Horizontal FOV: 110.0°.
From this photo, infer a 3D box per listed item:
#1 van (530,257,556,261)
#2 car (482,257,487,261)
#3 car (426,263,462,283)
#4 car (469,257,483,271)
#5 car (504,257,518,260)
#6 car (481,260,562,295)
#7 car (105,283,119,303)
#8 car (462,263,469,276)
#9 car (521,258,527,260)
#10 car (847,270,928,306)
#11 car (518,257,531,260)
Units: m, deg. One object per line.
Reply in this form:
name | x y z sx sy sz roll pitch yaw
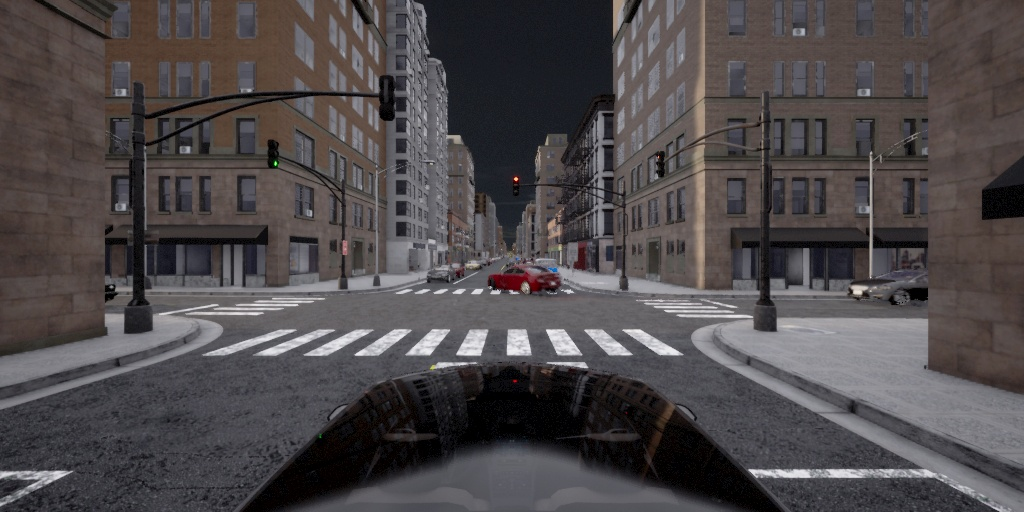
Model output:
van | 2.579 1.089 27.932 1.690 1.789 3.998 0 0 0
car | -5.509 1.306 56.316 1.948 1.339 4.313 0 0 0
car | -5.446 1.299 27.906 2.007 1.370 4.403 0 0 0
car | -5.496 1.269 50.464 1.751 1.417 4.829 0 0 0
car | -0.036 1.337 61.542 1.895 1.301 4.718 0 0 0
car | 0.576 1.232 19.988 1.882 1.535 5.008 -3 2 -38
car | -17.228 1.254 12.730 4.718 1.301 1.895 0 0 -2
car | -5.459 1.293 33.587 1.888 1.381 4.507 0 0 0
car | 2.528 1.326 50.658 1.802 1.307 4.207 0 0 0
car | 17.697 1.358 15.810 4.902 1.511 2.128 0 0 0
car | 2.516 1.055 56.340 2.192 1.841 5.009 0 0 0
